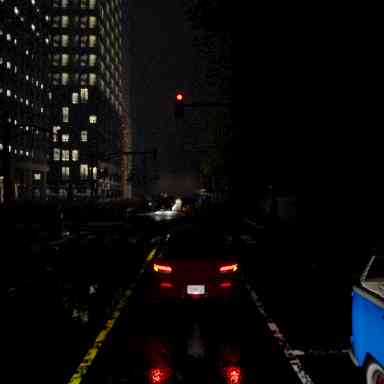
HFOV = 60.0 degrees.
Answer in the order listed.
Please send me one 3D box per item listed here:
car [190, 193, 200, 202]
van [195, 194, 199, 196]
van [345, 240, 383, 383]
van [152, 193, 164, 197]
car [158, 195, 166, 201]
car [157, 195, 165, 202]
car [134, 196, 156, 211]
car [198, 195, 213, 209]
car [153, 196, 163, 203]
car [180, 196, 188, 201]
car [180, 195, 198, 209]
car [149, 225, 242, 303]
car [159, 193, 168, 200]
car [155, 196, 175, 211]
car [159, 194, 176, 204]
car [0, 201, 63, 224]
[{"bbox_3d":[0.724,1.271,78.931,2.192,1.841,5.009,0,0,-3],"label":"car"},{"bbox_3d":[1.738,1.322,51.219,1.690,1.788,3.998,0,0,-2],"label":"van"},{"bbox_3d":[2.558,1.341,2.132,1.690,1.788,3.998,0,0,0],"label":"van"},{"bbox_3d":[-6.637,1.314,61.926,1.690,1.788,3.998,0,0,-2],"label":"van"},{"bbox_3d":[-7.544,1.532,84.100,1.802,1.307,4.206,0,0,-3],"label":"car"},{"bbox_3d":[-7.292,1.501,78.556,1.887,1.381,4.507,0,0,-2],"label":"car"},{"bbox_3d":[-5.840,1.539,39.755,2.008,1.369,4.403,0,0,-1],"label":"car"},{"bbox_3d":[1.890,1.510,45.847,1.752,1.417,4.829,0,0,-2],"label":"car"},{"bbox_3d":[-6.839,1.513,67.469,1.887,1.381,4.507,0,0,-2],"label":"car"},{"bbox_3d":[-1.879,1.550,79.760,1.895,1.301,4.718,0,0,-3],"label":"car"},{"bbox_3d":[-0.543,1.490,43.948,1.837,1.490,4.892,0,0,-1],"label":"car"},{"bbox_3d":[0.052,1.525,8.067,1.812,1.442,4.674,0,0,0],"label":"car"},{"bbox_3d":[-8.094,1.252,95.181,2.192,1.841,5.009,0,0,-3],"label":"car"},{"bbox_3d":[-3.415,1.552,40.418,1.994,1.385,4.181,0,0,-3],"label":"car"},{"bbox_3d":[-3.659,1.486,50.453,1.837,1.490,4.892,0,0,-1],"label":"car"},{"bbox_3d":[-11.485,1.378,22.912,4.902,1.511,2.128,1,0,-3],"label":"car"}]
